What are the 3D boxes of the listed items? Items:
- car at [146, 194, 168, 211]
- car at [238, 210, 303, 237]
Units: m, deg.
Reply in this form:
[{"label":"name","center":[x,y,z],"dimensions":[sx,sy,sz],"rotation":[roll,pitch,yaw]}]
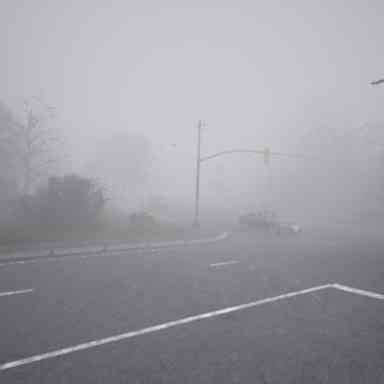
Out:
[{"label":"car","center":[-4.823,1.414,45.233],"dimensions":[2.150,2.045,5.566],"rotation":[2,1,-17]},{"label":"car","center":[4.959,1.957,21.571],"dimensions":[2.128,1.511,4.902],"rotation":[3,-2,-28]}]
